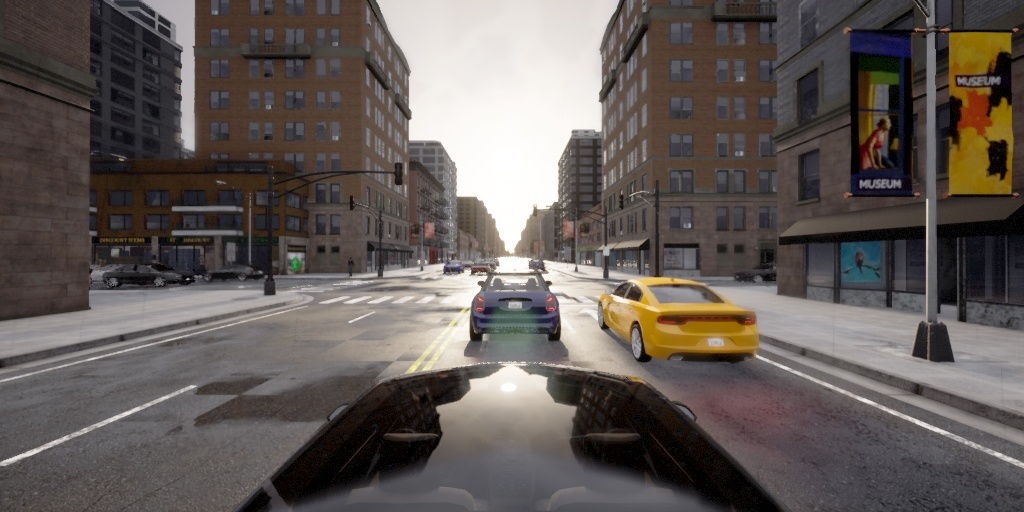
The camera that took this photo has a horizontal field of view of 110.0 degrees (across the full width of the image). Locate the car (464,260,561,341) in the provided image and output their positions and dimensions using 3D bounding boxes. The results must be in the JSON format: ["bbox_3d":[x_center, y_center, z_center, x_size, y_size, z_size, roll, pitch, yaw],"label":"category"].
[{"bbox_3d":[0.076,1.101,10.009,2.097,1.767,4.553,0,0,0],"label":"car"}]

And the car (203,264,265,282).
[{"bbox_3d":[-22.172,1.326,28.671,4.313,1.339,1.948,0,0,0],"label":"car"}]

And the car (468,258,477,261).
[{"bbox_3d":[-6.681,1.302,55.493,1.994,1.385,4.181,0,0,0],"label":"car"}]

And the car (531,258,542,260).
[{"bbox_3d":[3.268,1.093,48.405,2.097,1.767,4.553,0,0,0],"label":"car"}]

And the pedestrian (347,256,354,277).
[{"bbox_3d":[-14.194,0.916,31.521,0.375,1.860,0.375,0,0,0],"label":"pedestrian"}]

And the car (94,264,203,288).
[{"bbox_3d":[-23.382,1.244,23.190,4.892,1.490,1.837,0,0,0],"label":"car"}]

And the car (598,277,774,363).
[{"bbox_3d":[3.314,1.227,8.209,1.882,1.535,5.008,0,0,1],"label":"car"}]

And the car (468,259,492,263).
[{"bbox_3d":[-3.415,1.345,39.319,1.895,1.301,4.718,0,0,0],"label":"car"}]

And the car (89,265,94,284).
[{"bbox_3d":[-28.496,1.275,26.154,4.674,1.442,1.812,0,0,0],"label":"car"}]

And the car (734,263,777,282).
[{"bbox_3d":[19.096,1.271,26.351,5.008,1.535,1.882,0,0,0],"label":"car"}]

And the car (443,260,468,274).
[{"bbox_3d":[-6.665,1.221,41.293,1.882,1.535,5.008,0,0,0],"label":"car"}]

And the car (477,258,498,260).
[{"bbox_3d":[-3.431,1.091,51.819,2.097,1.767,4.553,0,0,0],"label":"car"}]
